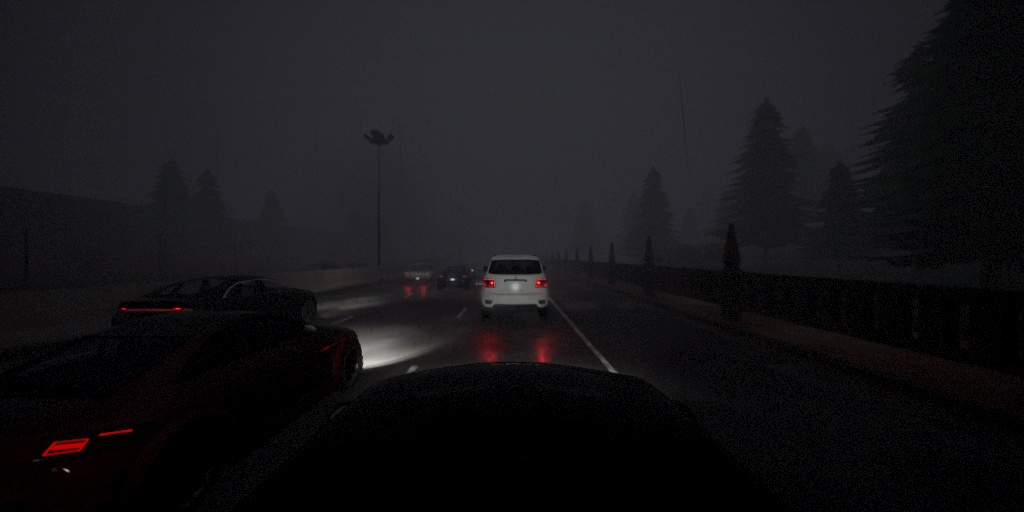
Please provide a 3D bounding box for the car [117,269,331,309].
[{"bbox_3d":[-6.899,1.241,9.088,2.128,1.511,4.902,0,0,0],"label":"car"}]

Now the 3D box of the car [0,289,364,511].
[{"bbox_3d":[-3.400,1.314,4.146,1.994,1.385,4.181,0,0,0],"label":"car"}]

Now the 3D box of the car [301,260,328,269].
[{"bbox_3d":[-17.591,1.297,32.774,2.033,1.411,5.357,0,0,0],"label":"car"}]

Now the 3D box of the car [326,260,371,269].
[{"bbox_3d":[-14.092,1.296,32.146,2.033,1.411,5.357,0,0,0],"label":"car"}]

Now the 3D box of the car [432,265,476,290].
[{"bbox_3d":[-3.398,1.313,22.532,1.994,1.385,4.181,0,0,0],"label":"car"}]

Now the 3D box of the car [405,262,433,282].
[{"bbox_3d":[-6.897,1.350,28.441,1.895,1.301,4.718,0,0,0],"label":"car"}]

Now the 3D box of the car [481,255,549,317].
[{"bbox_3d":[0.101,0.971,13.271,2.150,2.045,5.566,0,0,0],"label":"car"}]
